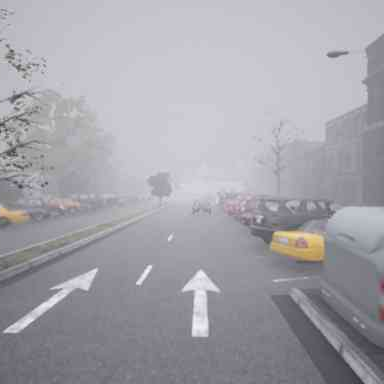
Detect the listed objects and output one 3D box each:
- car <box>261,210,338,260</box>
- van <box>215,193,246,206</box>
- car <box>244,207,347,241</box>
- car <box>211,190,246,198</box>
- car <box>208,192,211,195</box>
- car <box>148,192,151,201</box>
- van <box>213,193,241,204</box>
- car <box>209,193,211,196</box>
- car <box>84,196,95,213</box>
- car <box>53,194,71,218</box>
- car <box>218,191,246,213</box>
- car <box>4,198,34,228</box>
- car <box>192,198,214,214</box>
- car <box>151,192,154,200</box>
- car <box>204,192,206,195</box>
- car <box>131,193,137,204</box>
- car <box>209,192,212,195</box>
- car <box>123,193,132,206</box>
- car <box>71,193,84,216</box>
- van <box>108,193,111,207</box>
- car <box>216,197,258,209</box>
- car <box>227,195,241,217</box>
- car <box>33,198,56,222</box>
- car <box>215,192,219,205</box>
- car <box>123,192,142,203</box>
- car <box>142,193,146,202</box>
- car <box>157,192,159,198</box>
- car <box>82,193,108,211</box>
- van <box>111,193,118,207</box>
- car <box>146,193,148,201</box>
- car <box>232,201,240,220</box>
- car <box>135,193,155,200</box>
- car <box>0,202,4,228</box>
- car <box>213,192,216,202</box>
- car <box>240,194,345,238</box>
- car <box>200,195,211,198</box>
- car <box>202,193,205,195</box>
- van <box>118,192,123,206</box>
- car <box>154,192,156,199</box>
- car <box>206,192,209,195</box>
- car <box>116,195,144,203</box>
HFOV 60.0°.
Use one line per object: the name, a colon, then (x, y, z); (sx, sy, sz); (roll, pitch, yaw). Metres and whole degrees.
car: (5.218, 1.506, 10.902); (5.366, 1.575, 1.946); (1, 0, -18)
van: (6.085, 1.170, 52.928); (4.442, 1.987, 1.878); (1, 1, -19)
car: (5.221, 1.550, 16.880); (4.674, 1.452, 2.002); (1, 1, -18)
car: (6.065, 1.166, 46.971); (5.566, 2.045, 2.435); (1, 0, -19)
car: (6.498, 1.209, 71.057); (4.553, 1.767, 2.185); (1, 0, -20)
car: (-11.713, 1.266, 69.051); (5.008, 1.535, 2.097); (-1, 0, -19)
van: (6.228, 1.150, 58.951); (4.442, 1.987, 1.878); (1, 0, -19)
car: (6.571, 1.368, 62.072); (5.366, 1.575, 1.946); (1, 0, -19)
car: (-12.504, 1.415, 33.377); (4.674, 1.452, 2.002); (0, 0, -19)
car: (-12.686, 1.267, 27.417); (4.553, 1.767, 2.185); (-1, 0, -18)
car: (5.549, 1.223, 28.915); (5.566, 2.045, 2.435); (1, 1, -19)
car: (-13.007, 1.412, 20.578); (5.366, 1.575, 1.946); (-1, 0, -18)
car: (1.007, 1.549, 34.090); (1.895, 1.301, 4.718); (0, 0, 2)
car: (-11.738, 1.278, 74.963); (4.792, 1.488, 2.163); (-1, 0, -20)
car: (6.471, 1.291, 83.142); (5.008, 1.535, 2.097); (1, 0, -21)
car: (-11.958, 1.340, 54.217); (4.792, 1.488, 2.163); (-1, 0, -19)
car: (6.480, 1.347, 68.038); (4.892, 1.521, 2.231); (1, 0, -19)
car: (-11.954, 1.324, 48.315); (5.366, 1.575, 1.946); (0, 0, -19)
car: (-12.547, 1.258, 30.405); (4.553, 1.767, 2.185); (0, 0, -19)
van: (-12.243, 1.130, 39.365); (4.442, 1.987, 1.878); (-1, 0, -18)
car: (5.962, 1.426, 43.955); (5.008, 1.535, 2.097); (1, 0, -19)
car: (5.456, 1.358, 25.920); (4.553, 1.767, 2.185); (1, 0, -18)
car: (-12.718, 1.432, 24.047); (4.792, 1.488, 2.163); (-1, 0, -19)
car: (5.707, 1.204, 34.927); (5.566, 2.045, 2.435); (1, 1, -19)
car: (-11.941, 1.051, 57.165); (5.566, 2.045, 2.435); (-1, 0, -19)
car: (-11.676, 1.288, 60.214); (5.366, 1.575, 1.946); (-1, 0, -19)
car: (-12.060, 1.210, 86.753); (5.366, 1.575, 1.946); (-1, 1, -21)
car: (-12.455, 1.114, 36.338); (5.566, 2.045, 2.435); (-1, 0, -19)
van: (-12.170, 1.120, 42.341); (4.442, 1.987, 1.878); (-1, 0, -19)
car: (-11.724, 1.149, 66.095); (4.553, 1.767, 2.185); (-1, 0, -19)
car: (5.315, 1.504, 19.904); (5.008, 1.535, 2.097); (1, 1, -18)
car: (-11.849, 1.096, 83.855); (4.553, 1.767, 2.185); (-1, 0, -21)
car: (-12.916, 1.425, 17.251); (4.892, 1.521, 2.231); (-1, 0, -18)
car: (5.911, 1.185, 40.965); (5.566, 2.045, 2.435); (1, 0, -19)
car: (5.160, 1.260, 13.879); (5.566, 2.045, 2.435); (1, 0, -18)
car: (1.309, 1.508, 46.697); (1.895, 1.301, 4.718); (0, 0, 2)
car: (6.386, 1.027, 86.148); (5.566, 2.045, 2.435); (1, 0, -22)
van: (-12.098, 1.111, 45.319); (4.442, 1.987, 1.878); (-1, 0, -19)
car: (-11.698, 1.268, 77.957); (4.792, 1.488, 2.163); (-1, 0, -20)
car: (6.523, 1.313, 77.104); (5.008, 1.535, 2.097); (1, 0, -21)
car: (-11.789, 1.285, 63.118); (4.892, 1.521, 2.231); (-1, 0, -19)
